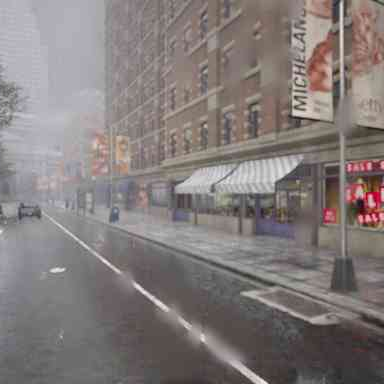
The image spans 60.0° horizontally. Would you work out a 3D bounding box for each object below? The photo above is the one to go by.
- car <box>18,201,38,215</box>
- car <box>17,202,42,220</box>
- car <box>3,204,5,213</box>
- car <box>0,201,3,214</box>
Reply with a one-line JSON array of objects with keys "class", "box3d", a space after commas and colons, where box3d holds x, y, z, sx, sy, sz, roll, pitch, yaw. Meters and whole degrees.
[{"class": "car", "box3d": [-19.751, 1.856, 39.945, 2.033, 1.411, 5.357, 0, 0, -27]}, {"class": "car", "box3d": [-15.270, 1.733, 31.294, 2.128, 1.511, 4.902, 0, 0, -27]}, {"class": "car", "box3d": [-23.251, 1.802, 39.119, 2.128, 1.511, 4.902, 0, 0, -27]}, {"class": "car", "box3d": [-18.921, 1.750, 30.752, 1.837, 1.490, 4.892, 0, 0, -27]}]
